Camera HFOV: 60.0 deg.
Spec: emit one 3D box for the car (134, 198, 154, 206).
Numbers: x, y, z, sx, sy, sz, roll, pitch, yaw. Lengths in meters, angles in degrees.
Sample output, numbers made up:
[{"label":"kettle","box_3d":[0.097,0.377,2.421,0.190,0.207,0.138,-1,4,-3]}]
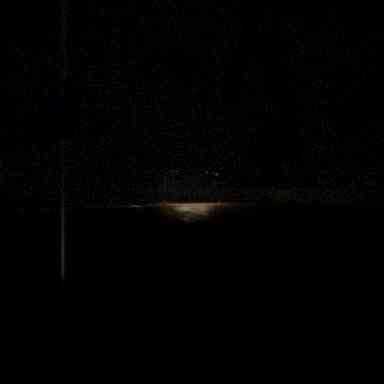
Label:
[{"label":"car","box_3d":[-9.630,1.986,66.774,1.994,1.385,4.181,0,-1,36]}]
